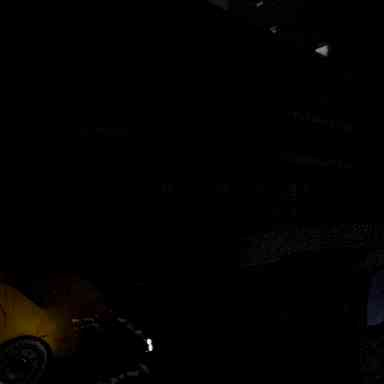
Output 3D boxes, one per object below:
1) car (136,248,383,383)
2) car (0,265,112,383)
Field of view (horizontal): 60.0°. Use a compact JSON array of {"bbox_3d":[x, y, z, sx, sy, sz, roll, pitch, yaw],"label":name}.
[{"bbox_3d":[2.013,1.550,4.496,5.357,1.411,2.033,0,0,-35],"label":"car"},{"bbox_3d":[-3.367,1.525,3.673,4.829,1.417,1.752,0,2,-35],"label":"car"}]
